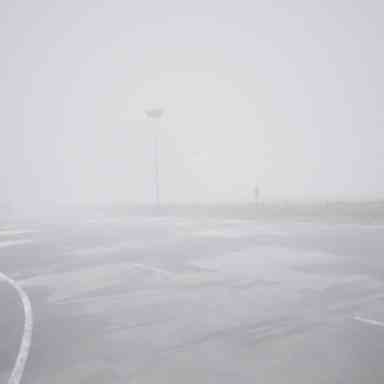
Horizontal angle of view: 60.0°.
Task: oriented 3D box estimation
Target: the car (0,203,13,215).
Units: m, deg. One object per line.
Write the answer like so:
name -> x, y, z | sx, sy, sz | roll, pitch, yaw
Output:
car -> -34.638, 3.158, 61.230 | 2.150, 2.045, 5.566 | -2, -1, -42
